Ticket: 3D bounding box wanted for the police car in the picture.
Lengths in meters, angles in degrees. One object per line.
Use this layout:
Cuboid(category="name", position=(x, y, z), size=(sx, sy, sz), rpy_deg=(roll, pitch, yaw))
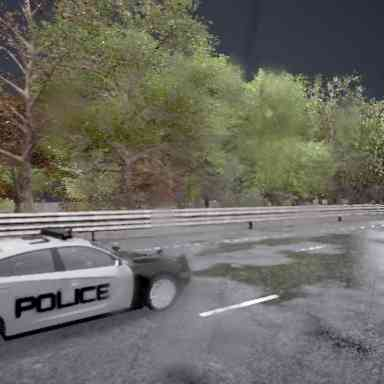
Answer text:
Cuboid(category="police car", position=(-2.279, 1.466, 5.972), size=(5.238, 1.638, 1.930), rpy_deg=(1, -1, -41))
